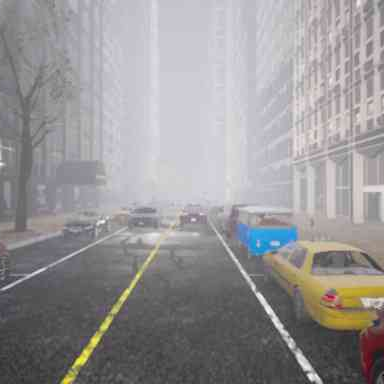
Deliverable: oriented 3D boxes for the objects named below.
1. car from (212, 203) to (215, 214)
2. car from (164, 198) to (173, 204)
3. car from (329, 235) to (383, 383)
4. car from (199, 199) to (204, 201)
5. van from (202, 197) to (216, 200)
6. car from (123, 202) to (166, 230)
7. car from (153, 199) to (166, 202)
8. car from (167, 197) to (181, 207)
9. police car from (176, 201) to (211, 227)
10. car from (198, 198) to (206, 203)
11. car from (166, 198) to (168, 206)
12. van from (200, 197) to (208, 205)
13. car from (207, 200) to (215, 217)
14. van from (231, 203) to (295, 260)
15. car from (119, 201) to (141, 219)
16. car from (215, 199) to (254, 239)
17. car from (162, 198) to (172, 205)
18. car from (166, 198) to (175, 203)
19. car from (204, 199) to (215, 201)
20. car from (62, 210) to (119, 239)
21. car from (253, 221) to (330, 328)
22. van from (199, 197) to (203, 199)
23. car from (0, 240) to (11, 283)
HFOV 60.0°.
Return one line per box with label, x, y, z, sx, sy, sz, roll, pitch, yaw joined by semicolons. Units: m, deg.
car;2.694;1.738;24.232;1.752;1.417;4.829;0;0;0
car;-5.673;2.218;81.050;1.802;1.307;4.206;0;0;0
car;2.687;1.328;1.271;2.192;1.841;5.009;0;-1;0
car;0.110;1.918;42.004;1.994;1.385;4.181;0;-1;0
van;2.699;1.732;46.858;1.690;1.788;3.998;0;0;0
car;-3.095;1.679;22.817;1.882;1.535;5.008;0;0;0
car;-5.680;2.000;52.558;1.947;1.339;4.313;0;0;0
car;-3.014;2.004;63.092;2.128;1.511;4.902;0;0;1
police car;0.105;1.720;24.765;2.038;1.542;4.974;0;-1;0
car;2.710;2.275;92.444;1.947;1.339;4.313;0;0;0
car;-5.677;2.098;63.954;1.802;1.307;4.206;0;0;0
van;2.706;1.937;75.350;1.690;1.788;3.998;0;0;0
car;2.696;1.855;35.461;2.008;1.369;4.403;0;0;0
van;2.690;1.454;12.667;1.690;1.788;3.998;0;0;0
car;-5.686;1.783;29.594;1.752;1.417;4.829;0;0;0
car;2.691;1.477;18.366;2.192;1.841;5.009;0;0;0
car;-5.675;2.141;75.351;1.887;1.381;4.507;0;0;0
car;-5.672;2.224;86.747;2.008;1.369;4.403;0;0;0
car;2.698;1.930;41.158;1.802;1.307;4.206;0;0;0
car;-5.689;1.714;18.368;2.008;1.369;4.403;0;-1;0
car;2.689;1.590;7.137;1.752;1.417;4.829;0;-1;0
van;2.705;1.897;69.650;1.690;1.788;3.998;0;0;0
car;-5.692;1.504;6.973;1.967;1.590;4.097;0;-1;0
